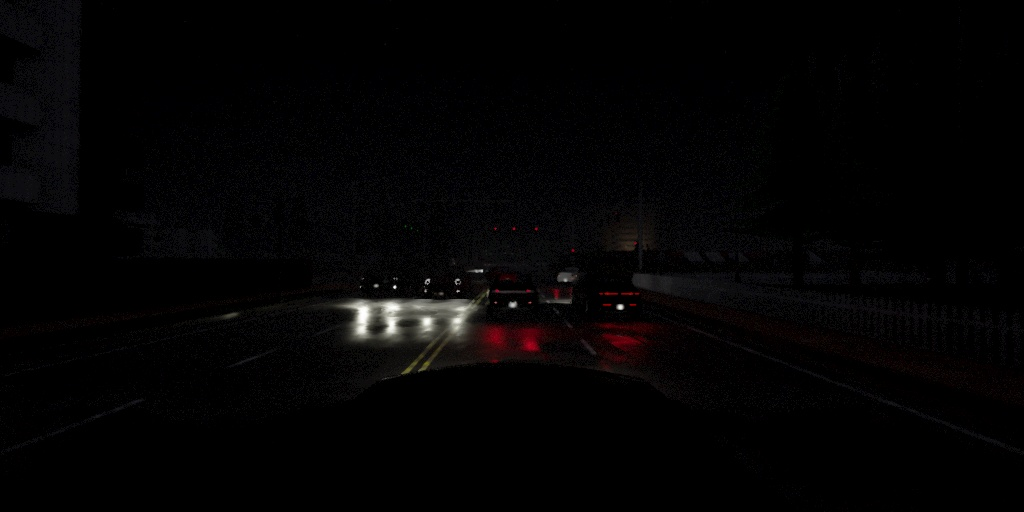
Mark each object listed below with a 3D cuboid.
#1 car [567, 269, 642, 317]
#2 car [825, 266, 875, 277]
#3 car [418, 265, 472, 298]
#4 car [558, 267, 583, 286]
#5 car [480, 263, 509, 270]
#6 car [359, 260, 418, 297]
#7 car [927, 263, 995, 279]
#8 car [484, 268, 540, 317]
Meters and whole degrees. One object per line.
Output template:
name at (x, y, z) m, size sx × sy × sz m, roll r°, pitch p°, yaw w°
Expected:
car at (3.546, 1.424, 14.091) m, size 1.837 × 1.490 × 4.892 m, roll 0°, pitch 0°, yaw 0°
car at (41.189, 1.924, 43.859) m, size 4.718 × 1.301 × 1.895 m, roll 0°, pitch -1°, yaw -1°
car at (-3.547, 1.353, 20.332) m, size 2.097 × 1.767 × 4.553 m, roll 0°, pitch -1°, yaw 0°
car at (5.209, 1.650, 29.357) m, size 1.812 × 1.442 × 4.674 m, roll -1°, pitch -1°, yaw 29°
car at (-1.050, 1.611, 30.096) m, size 1.882 × 1.535 × 5.008 m, roll 1°, pitch -1°, yaw -15°
car at (-7.036, 1.239, 21.424) m, size 2.150 × 2.045 × 5.566 m, roll 0°, pitch -1°, yaw 1°
car at (50.313, 1.827, 40.532) m, size 5.357 × 1.411 × 2.033 m, roll 0°, pitch -1°, yaw -1°
car at (0.045, 1.409, 14.067) m, size 2.128 × 1.511 × 4.902 m, roll 0°, pitch -1°, yaw 0°
